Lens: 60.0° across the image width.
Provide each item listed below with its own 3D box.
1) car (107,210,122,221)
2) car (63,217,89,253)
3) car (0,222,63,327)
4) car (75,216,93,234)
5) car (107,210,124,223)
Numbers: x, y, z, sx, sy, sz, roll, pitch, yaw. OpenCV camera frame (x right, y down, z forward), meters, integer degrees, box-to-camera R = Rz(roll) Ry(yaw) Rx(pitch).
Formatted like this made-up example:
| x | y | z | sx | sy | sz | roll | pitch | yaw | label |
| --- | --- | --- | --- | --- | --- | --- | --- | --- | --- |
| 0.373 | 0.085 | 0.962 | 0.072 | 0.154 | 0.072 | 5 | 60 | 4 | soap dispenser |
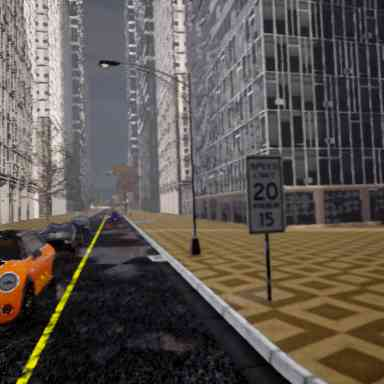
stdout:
| x | y | z | sx | sy | sz | roll | pitch | yaw | label |
| --- | --- | --- | --- | --- | --- | --- | --- | --- | --- |
| -12.112 | 3.584 | 51.969 | 2.033 | 1.411 | 5.357 | -2 | -2 | -14 | car |
| -6.897 | 2.324 | 17.585 | 2.033 | 1.411 | 5.357 | -2 | -2 | -13 | car |
| -4.538 | 1.735 | 7.693 | 2.097 | 1.767 | 4.553 | -2 | -2 | -13 | car |
| -9.370 | 2.735 | 27.917 | 2.033 | 1.411 | 5.357 | -2 | -2 | -13 | car |
| -9.811 | 3.180 | 42.357 | 1.812 | 1.442 | 4.674 | -2 | -2 | -14 | car |
